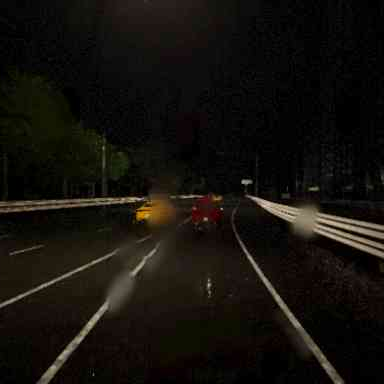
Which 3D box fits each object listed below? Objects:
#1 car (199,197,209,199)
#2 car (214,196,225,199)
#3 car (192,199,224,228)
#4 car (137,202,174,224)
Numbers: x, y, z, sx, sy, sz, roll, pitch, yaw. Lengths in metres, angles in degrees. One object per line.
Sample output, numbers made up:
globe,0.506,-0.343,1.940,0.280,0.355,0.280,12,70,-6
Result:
car,1.946,1.593,54.263,1.882,1.535,5.008,1,0,9
car,6.500,1.708,83.958,1.882,1.535,5.008,1,0,9
car,1.111,1.519,22.845,1.882,1.535,5.008,0,0,6
car,-2.621,1.492,24.965,1.882,1.535,5.008,0,0,9
